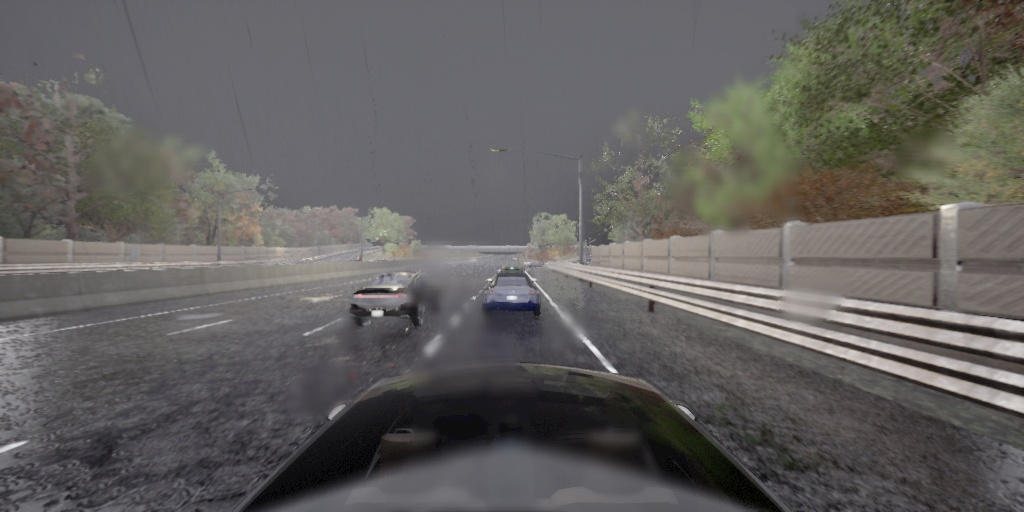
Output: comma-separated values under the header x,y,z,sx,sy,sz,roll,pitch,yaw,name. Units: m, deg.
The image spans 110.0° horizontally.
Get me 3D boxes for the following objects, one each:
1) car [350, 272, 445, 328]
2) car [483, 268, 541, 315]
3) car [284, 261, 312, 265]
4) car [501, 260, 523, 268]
x,y,z,sx,sy,sz,roll,pitch,yaw,name
-3.399,1.246,11.486,2.128,1.511,4.902,0,0,0,car
-0.001,1.321,13.615,1.994,1.385,4.181,0,0,0,car
-24.505,1.289,40.830,2.128,1.511,4.902,0,0,0,car
-0.004,1.135,35.015,2.097,1.767,4.553,0,0,0,car
